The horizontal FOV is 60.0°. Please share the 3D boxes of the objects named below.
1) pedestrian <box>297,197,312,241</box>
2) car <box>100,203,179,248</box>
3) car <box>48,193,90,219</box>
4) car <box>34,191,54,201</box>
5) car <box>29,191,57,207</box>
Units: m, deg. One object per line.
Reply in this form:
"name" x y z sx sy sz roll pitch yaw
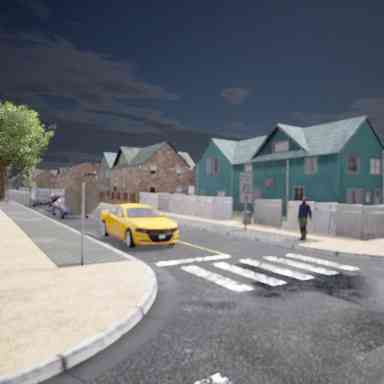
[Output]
"pedestrian" 4.663 1.097 13.896 0.375 1.860 0.375 3 -2 -33
"car" -2.340 1.252 13.872 1.882 1.535 5.008 1 1 -31
"car" -8.783 1.080 23.929 1.812 1.442 4.674 1 1 -33
"car" -22.528 0.616 50.528 2.033 1.411 5.357 1 0 -33
"car" -16.085 0.814 35.311 1.837 1.490 4.892 1 0 -32
